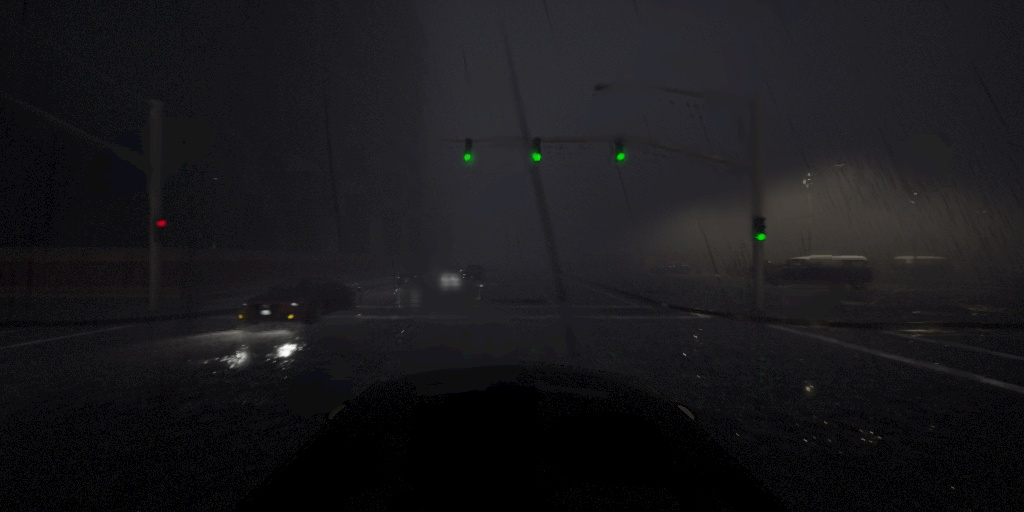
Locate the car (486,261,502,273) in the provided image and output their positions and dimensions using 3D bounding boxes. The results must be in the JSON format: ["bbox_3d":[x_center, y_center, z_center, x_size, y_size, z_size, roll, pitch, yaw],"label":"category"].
[{"bbox_3d":[-2.967,1.750,54.475,1.812,1.442,4.674,0,-1,1],"label":"car"}]

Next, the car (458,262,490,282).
[{"bbox_3d":[-3.330,1.520,32.317,1.837,1.490,4.892,0,-1,1],"label":"car"}]

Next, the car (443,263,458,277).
[{"bbox_3d":[-6.632,1.592,40.947,2.128,1.511,4.902,0,-1,1],"label":"car"}]

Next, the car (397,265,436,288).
[{"bbox_3d":[-6.915,1.453,26.310,2.128,1.511,4.902,0,-1,1],"label":"car"}]

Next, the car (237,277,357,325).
[{"bbox_3d":[-6.969,1.407,12.146,1.994,1.385,4.181,0,0,0],"label":"car"}]
